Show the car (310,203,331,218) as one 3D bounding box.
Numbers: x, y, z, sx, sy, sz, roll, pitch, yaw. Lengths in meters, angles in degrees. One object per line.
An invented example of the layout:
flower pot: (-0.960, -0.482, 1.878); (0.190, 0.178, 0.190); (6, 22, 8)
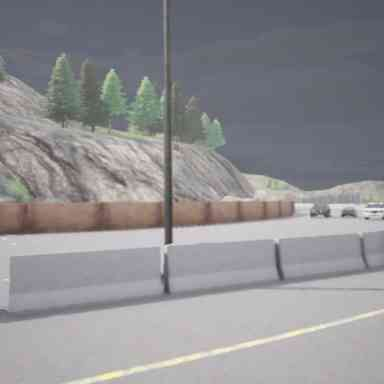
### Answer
car: (18.013, 2.549, 46.494); (2.150, 2.045, 5.566); (-2, -3, 31)

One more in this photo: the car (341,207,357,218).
car: (21.700, 2.805, 45.816); (2.033, 1.411, 5.357); (-2, -2, 29)

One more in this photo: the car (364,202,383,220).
car: (22.028, 2.279, 39.810); (2.150, 2.045, 5.566); (-2, -2, 33)
